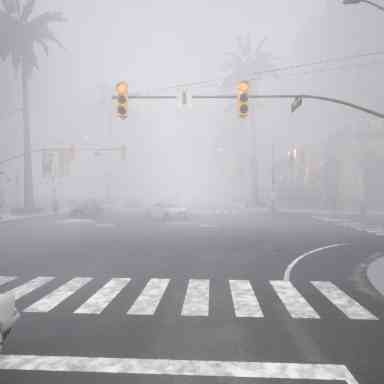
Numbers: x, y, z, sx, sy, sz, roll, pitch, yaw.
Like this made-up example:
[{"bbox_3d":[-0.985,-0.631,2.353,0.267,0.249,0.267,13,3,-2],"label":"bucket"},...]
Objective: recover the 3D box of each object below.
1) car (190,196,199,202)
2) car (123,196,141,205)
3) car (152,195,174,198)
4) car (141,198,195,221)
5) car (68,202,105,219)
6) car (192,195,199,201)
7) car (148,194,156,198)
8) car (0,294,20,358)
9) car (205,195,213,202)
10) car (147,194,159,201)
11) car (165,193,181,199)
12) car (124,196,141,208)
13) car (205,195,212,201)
[{"bbox_3d":[0.513,1.539,77.923,2.033,1.411,5.357,0,0,2],"label":"car"},{"bbox_3d":[-10.662,1.513,59.574,2.161,1.482,4.786,0,0,2],"label":"car"},{"bbox_3d":[-4.484,1.547,51.440,2.033,1.411,5.357,0,0,3],"label":"car"},{"bbox_3d":[-2.107,1.526,27.362,1.812,1.442,4.674,-1,0,-36],"label":"car"},{"bbox_3d":[-9.157,1.564,29.140,1.994,1.385,4.181,0,0,3],"label":"car"},{"bbox_3d":[0.945,1.587,88.355,1.895,1.301,4.718,0,0,2],"label":"car"},{"bbox_3d":[-7.040,1.507,67.927,1.837,1.490,4.892,0,0,4],"label":"car"},{"bbox_3d":[-3.436,1.601,2.542,1.895,1.301,4.718,0,0,3],"label":"car"},{"bbox_3d":[4.007,1.537,77.722,2.033,1.411,5.357,0,0,2],"label":"car"},{"bbox_3d":[-9.447,1.354,81.472,2.185,1.767,4.553,0,0,2],"label":"car"},{"bbox_3d":[-3.521,1.212,68.003,2.150,2.045,5.566,0,1,3],"label":"car"},{"bbox_3d":[-8.192,1.547,47.583,2.033,1.411,5.357,0,0,3],"label":"car"},{"bbox_3d":[4.441,1.492,88.180,1.837,1.490,4.892,0,0,2],"label":"car"}]
